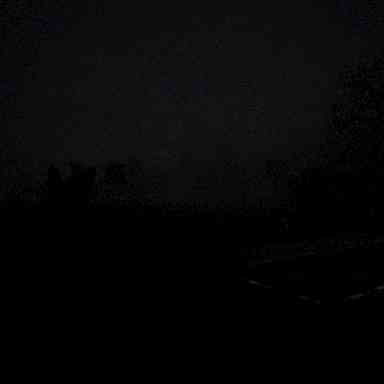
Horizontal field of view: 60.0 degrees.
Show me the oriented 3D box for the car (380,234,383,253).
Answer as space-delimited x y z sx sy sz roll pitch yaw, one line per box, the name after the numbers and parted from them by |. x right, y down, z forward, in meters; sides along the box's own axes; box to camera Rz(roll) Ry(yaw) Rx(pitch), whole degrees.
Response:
8.584 1.585 12.207 4.206 1.307 1.802 0 1 -35 | car
